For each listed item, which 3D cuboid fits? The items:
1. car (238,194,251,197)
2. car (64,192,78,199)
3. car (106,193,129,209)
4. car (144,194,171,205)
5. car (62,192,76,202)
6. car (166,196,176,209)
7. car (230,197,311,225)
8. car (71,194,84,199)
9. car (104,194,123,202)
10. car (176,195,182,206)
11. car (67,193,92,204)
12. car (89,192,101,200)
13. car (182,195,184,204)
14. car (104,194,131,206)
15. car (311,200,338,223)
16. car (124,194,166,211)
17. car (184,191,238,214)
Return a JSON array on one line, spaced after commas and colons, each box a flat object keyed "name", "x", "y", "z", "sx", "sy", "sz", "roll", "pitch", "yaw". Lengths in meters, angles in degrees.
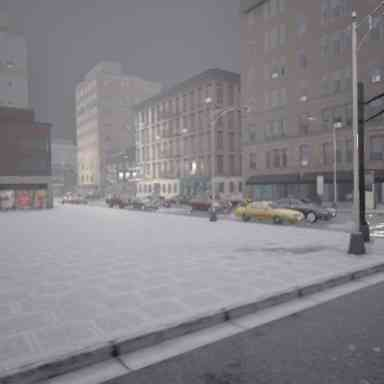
[{"name": "car", "x": 4.747, "y": 0.961, "z": 35.375, "sx": 1.967, "sy": 1.590, "sz": 4.097, "roll": -2, "pitch": 1, "yaw": -35}, {"name": "car", "x": -31.368, "y": 0.830, "z": 86.117, "sx": 2.192, "sy": 1.841, "sz": 5.009, "roll": -2, "pitch": 1, "yaw": -35}, {"name": "car", "x": -8.359, "y": 1.024, "z": 39.949, "sx": 2.192, "sy": 1.841, "sz": 5.009, "roll": -2, "pitch": 1, "yaw": -35}, {"name": "car", "x": -5.199, "y": 1.044, "z": 49.354, "sx": 1.752, "sy": 1.417, "sz": 4.829, "roll": -2, "pitch": 1, "yaw": -35}, {"name": "car", "x": -21.388, "y": 1.231, "z": 58.265, "sx": 1.752, "sy": 1.417, "sz": 4.829, "roll": -2, "pitch": 1, "yaw": -35}, {"name": "car", "x": -4.207, "y": 1.154, "z": 38.513, "sx": 1.837, "sy": 1.490, "sz": 4.892, "roll": -2, "pitch": 1, "yaw": -35}, {"name": "car", "x": 4.876, "y": 1.238, "z": 21.361, "sx": 1.752, "sy": 1.417, "sz": 4.829, "roll": -2, "pitch": 1, "yaw": -35}, {"name": "car", "x": -28.080, "y": 1.081, "z": 81.507, "sx": 1.947, "sy": 1.339, "sz": 4.313, "roll": -2, "pitch": 1, "yaw": -35}, {"name": "car", "x": -14.949, "y": 1.067, "z": 63.055, "sx": 2.008, "sy": 1.369, "sz": 4.403, "roll": -2, "pitch": 1, "yaw": -35}, {"name": "car", "x": -1.817, "y": 1.085, "z": 44.603, "sx": 1.947, "sy": 1.339, "sz": 4.313, "roll": -2, "pitch": 1, "yaw": -35}, {"name": "car", "x": -18.202, "y": 1.289, "z": 53.791, "sx": 1.802, "sy": 1.307, "sz": 4.206, "roll": -2, "pitch": 1, "yaw": -35}, {"name": "car", "x": -21.519, "y": 0.830, "z": 72.278, "sx": 2.192, "sy": 1.841, "sz": 5.009, "roll": -2, "pitch": 1, "yaw": -35}, {"name": "car", "x": 1.461, "y": 0.835, "z": 39.987, "sx": 2.192, "sy": 1.841, "sz": 5.009, "roll": -2, "pitch": 1, "yaw": -35}, {"name": "car", "x": -10.786, "y": 1.124, "z": 47.856, "sx": 1.882, "sy": 1.535, "sz": 5.008, "roll": -2, "pitch": 1, "yaw": -35}, {"name": "car", "x": 7.252, "y": 1.158, "z": 22.379, "sx": 1.837, "sy": 1.490, "sz": 4.892, "roll": -2, "pitch": 1, "yaw": -37}, {"name": "car", "x": -5.071, "y": 1.261, "z": 35.339, "sx": 2.008, "sy": 1.369, "sz": 4.403, "roll": -2, "pitch": 1, "yaw": -35}, {"name": "car", "x": 1.639, "y": 1.003, "z": 30.278, "sx": 2.097, "sy": 1.767, "sz": 4.553, "roll": -2, "pitch": 1, "yaw": -35}]
